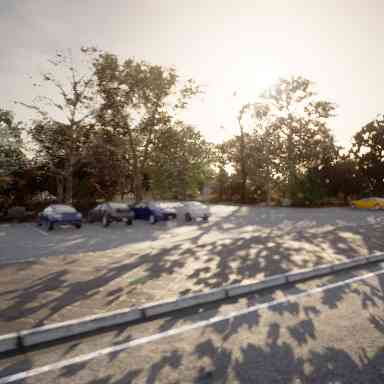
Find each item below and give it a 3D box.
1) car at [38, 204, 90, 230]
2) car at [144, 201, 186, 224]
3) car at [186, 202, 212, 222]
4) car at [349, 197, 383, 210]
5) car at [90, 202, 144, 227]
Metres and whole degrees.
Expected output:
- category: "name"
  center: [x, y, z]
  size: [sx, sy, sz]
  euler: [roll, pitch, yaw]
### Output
- category: "car"
  center: [-8.228, 1.488, 20.670]
  size: [2.002, 1.452, 4.674]
  euler: [0, 0, -35]
- category: "car"
  center: [-2.899, 1.446, 24.478]
  size: [2.097, 1.535, 5.008]
  euler: [0, 0, -35]
- category: "car"
  center: [-0.330, 1.486, 26.298]
  size: [2.002, 1.452, 4.674]
  euler: [0, 0, -35]
- category: "car"
  center: [22.872, 1.446, 42.823]
  size: [2.097, 1.535, 5.008]
  euler: [0, 0, -35]
- category: "car"
  center: [-5.558, 1.448, 22.569]
  size: [2.231, 1.521, 4.892]
  euler: [0, 0, -35]
